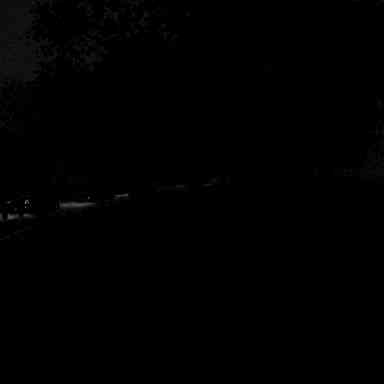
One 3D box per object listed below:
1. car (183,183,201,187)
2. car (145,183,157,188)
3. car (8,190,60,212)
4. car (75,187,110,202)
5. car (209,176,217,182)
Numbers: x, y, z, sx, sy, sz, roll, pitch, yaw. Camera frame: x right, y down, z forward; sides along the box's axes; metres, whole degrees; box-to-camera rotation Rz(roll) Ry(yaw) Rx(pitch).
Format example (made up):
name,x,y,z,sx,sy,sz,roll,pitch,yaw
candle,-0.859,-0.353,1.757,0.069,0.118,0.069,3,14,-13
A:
name,x,y,z,sx,sy,sz,roll,pitch,yaw
car,0.077,-1.633,57.082,2.128,1.511,4.902,0,4,22
car,-7.003,-0.743,49.144,1.895,1.301,4.718,0,5,21
car,-13.221,0.652,27.944,2.097,1.767,4.553,1,3,13
car,-10.989,0.029,37.016,2.097,1.767,4.553,1,5,16
car,5.011,-2.704,69.933,2.128,1.511,4.902,0,5,19
